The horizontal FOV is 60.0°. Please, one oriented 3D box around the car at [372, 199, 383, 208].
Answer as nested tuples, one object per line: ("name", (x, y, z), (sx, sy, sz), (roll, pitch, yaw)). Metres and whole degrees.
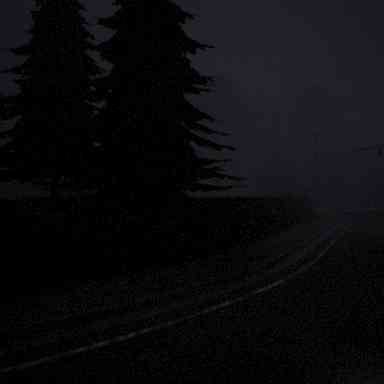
("car", (34.193, 2.023, 61.014), (2.097, 1.767, 4.553), (0, -1, 29))
